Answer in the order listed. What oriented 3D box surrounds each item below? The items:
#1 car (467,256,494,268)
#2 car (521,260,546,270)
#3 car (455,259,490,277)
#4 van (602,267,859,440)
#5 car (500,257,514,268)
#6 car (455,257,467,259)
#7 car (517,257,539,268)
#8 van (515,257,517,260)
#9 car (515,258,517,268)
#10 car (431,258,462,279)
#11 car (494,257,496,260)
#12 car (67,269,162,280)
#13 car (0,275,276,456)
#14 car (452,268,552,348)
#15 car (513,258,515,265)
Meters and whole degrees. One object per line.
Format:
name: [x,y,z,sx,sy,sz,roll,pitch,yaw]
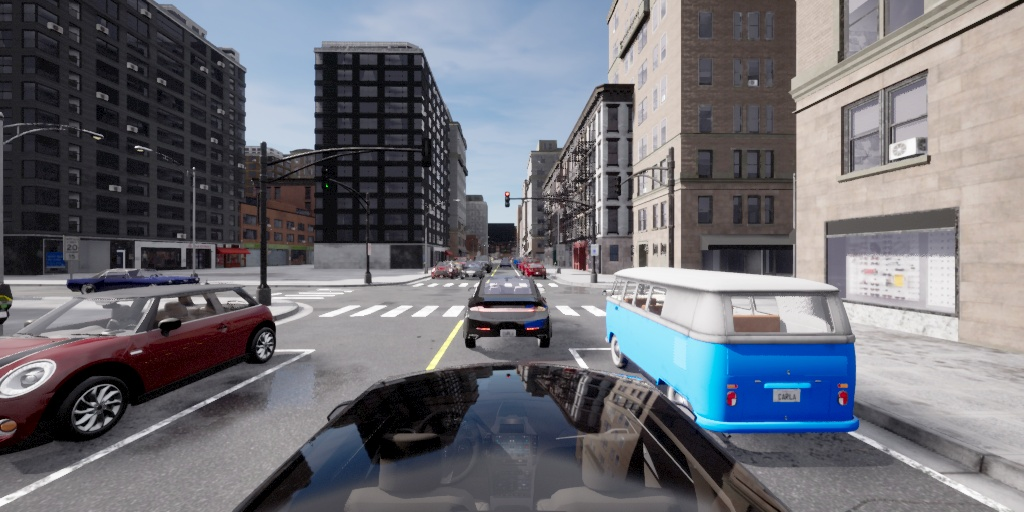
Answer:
car: [-3.586,0.972,41.801,2.150,2.045,5.566,0,0,0]
car: [2.077,1.295,32.141,1.888,1.381,4.507,0,0,-1]
car: [-3.395,1.242,31.638,2.128,1.511,4.902,0,0,-1]
van: [2.584,1.091,5.265,1.690,1.789,3.998,0,0,-1]
car: [-1.131,1.309,62.301,1.994,1.385,4.181,0,0,-1]
car: [-6.151,1.064,42.806,2.192,1.841,5.009,0,0,-1]
car: [1.975,1.065,37.549,2.192,1.841,5.009,0,0,-1]
van: [1.668,1.089,53.776,1.690,1.789,3.998,0,0,-1]
car: [1.770,1.294,48.367,1.888,1.381,4.507,0,0,-1]
car: [-5.947,1.190,31.990,1.967,1.591,4.097,0,0,-1]
car: [-3.800,1.296,53.150,2.033,1.411,5.357,0,0,-1]
car: [-17.814,1.263,17.114,4.718,1.301,1.895,0,0,-1]
car: [-5.440,1.190,5.114,1.967,1.591,4.097,0,0,-1]
car: [-0.126,1.242,9.200,2.128,1.511,4.902,0,0,-1]
car: [1.566,1.312,59.184,1.948,1.339,4.313,0,0,-1]
